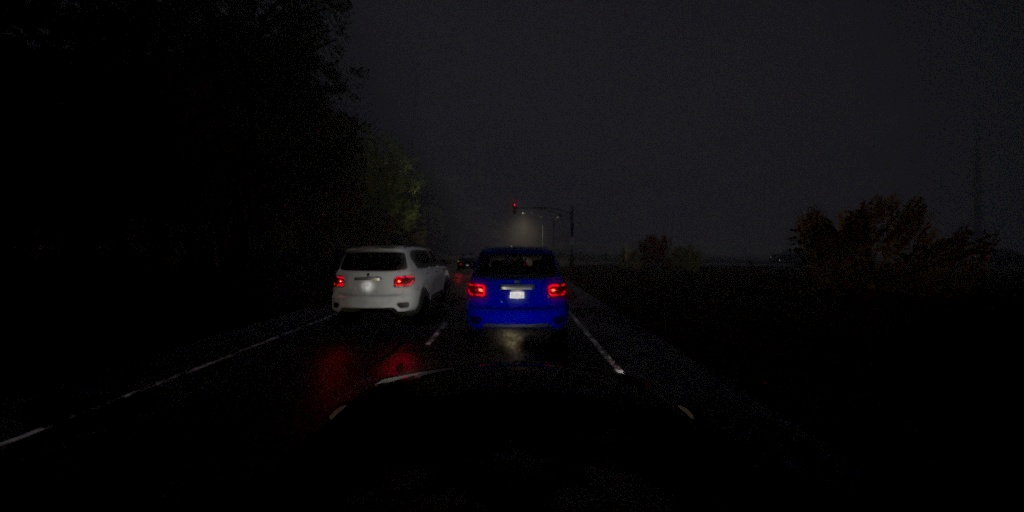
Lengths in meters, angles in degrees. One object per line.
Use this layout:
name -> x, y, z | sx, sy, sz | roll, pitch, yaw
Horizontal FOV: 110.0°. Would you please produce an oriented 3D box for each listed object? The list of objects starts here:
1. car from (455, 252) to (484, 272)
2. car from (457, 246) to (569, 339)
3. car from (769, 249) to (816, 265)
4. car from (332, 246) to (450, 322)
car -> -3.384, 0.456, 29.574 | 1.812, 1.442, 4.674 | 0, 2, 0
car -> 0.104, 0.745, 9.437 | 2.150, 2.045, 5.566 | 0, 2, 0
car -> 37.026, 0.089, 47.041 | 5.566, 2.045, 2.150 | 1, 1, 1
car -> -3.395, 0.694, 11.142 | 2.150, 2.045, 5.566 | 0, 2, 0
